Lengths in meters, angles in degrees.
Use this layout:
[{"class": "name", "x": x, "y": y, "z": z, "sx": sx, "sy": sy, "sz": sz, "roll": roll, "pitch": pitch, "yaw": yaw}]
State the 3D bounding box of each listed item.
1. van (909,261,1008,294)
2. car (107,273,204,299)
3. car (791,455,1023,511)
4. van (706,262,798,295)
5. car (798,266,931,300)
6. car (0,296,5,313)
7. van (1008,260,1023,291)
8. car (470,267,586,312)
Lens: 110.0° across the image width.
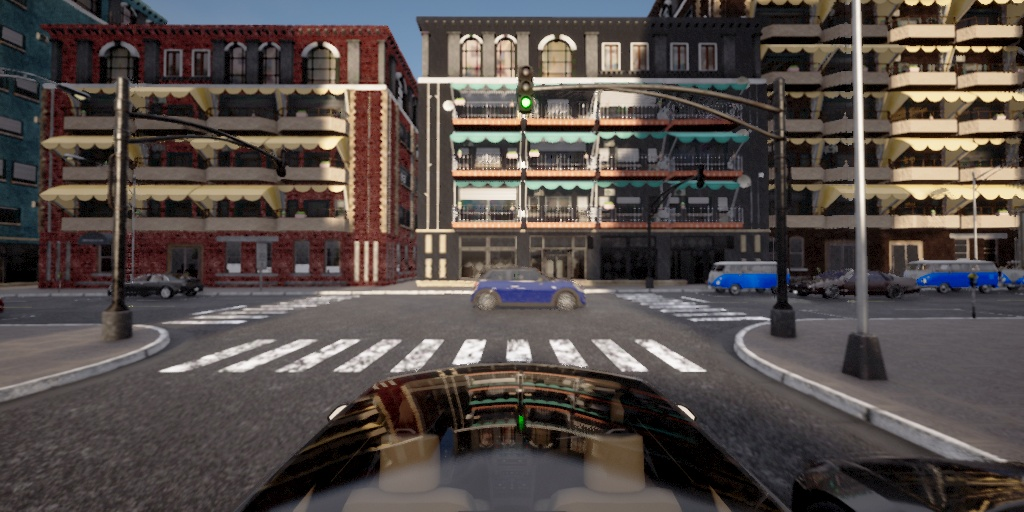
[{"class": "van", "x": 24.368, "y": 1.145, "z": 20.001, "sx": 3.998, "sy": 1.789, "sz": 1.690, "roll": 0, "pitch": 0, "yaw": 0}, {"class": "car", "x": -19.698, "y": 1.630, "z": 19.891, "sx": 4.403, "sy": 1.370, "sz": 2.007, "roll": 0, "pitch": 0, "yaw": 0}, {"class": "car", "x": 2.566, "y": 1.303, "z": 0.369, "sx": 1.948, "sy": 1.339, "sz": 4.313, "roll": 0, "pitch": 0, "yaw": 0}, {"class": "van", "x": 13.087, "y": 1.213, "z": 19.940, "sx": 3.998, "sy": 1.789, "sz": 1.690, "roll": 0, "pitch": 0, "yaw": 0}, {"class": "car", "x": 16.477, "y": 1.349, "z": 17.509, "sx": 5.357, "sy": 1.411, "sz": 2.033, "roll": 0, "pitch": -1, "yaw": 0}, {"class": "car", "x": -19.654, "y": 1.355, "z": 11.753, "sx": 4.097, "sy": 1.591, "sz": 1.967, "roll": 0, "pitch": 0, "yaw": 0}, {"class": "van", "x": 30.008, "y": 1.112, "z": 20.031, "sx": 3.998, "sy": 1.789, "sz": 1.690, "roll": 0, "pitch": 0, "yaw": 0}, {"class": "car", "x": 0.644, "y": 1.232, "z": 14.569, "sx": 4.553, "sy": 1.767, "sz": 2.097, "roll": 0, "pitch": -1, "yaw": 0}]
